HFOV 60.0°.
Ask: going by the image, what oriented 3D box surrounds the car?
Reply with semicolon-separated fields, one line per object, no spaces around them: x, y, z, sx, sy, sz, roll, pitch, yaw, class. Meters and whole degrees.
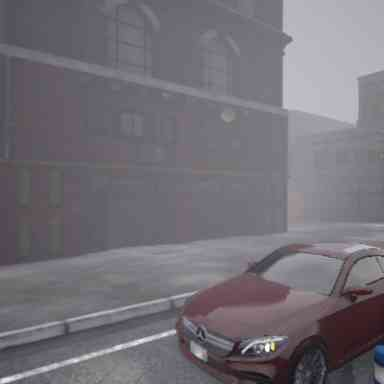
1.969;1.528;5.093;4.674;1.442;1.812;0;0;-36;car
